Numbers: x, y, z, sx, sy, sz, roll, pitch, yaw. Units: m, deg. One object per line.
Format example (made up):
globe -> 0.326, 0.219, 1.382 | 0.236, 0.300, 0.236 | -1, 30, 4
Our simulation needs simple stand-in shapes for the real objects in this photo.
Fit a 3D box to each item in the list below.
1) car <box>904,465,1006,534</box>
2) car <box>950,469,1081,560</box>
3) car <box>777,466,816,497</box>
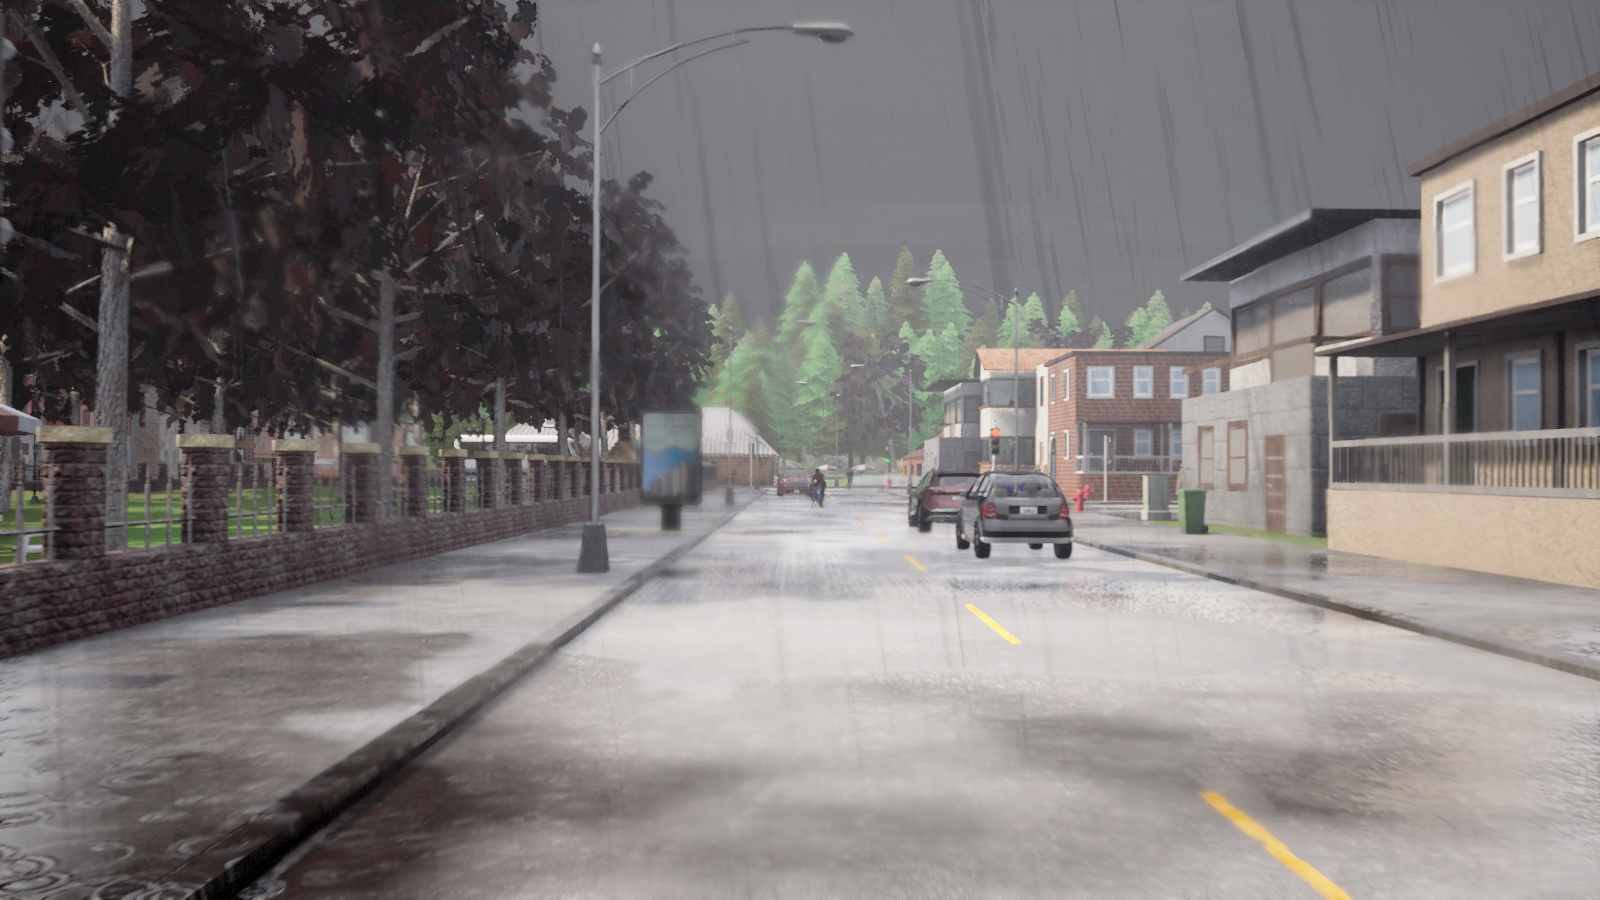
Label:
car -> 3.918, 1.234, 32.574 | 2.033, 1.649, 4.856 | 0, -1, 0
car -> 3.943, 1.141, 23.516 | 1.789, 1.549, 3.705 | 0, -1, 0
car -> -0.259, 1.826, 74.204 | 2.097, 1.767, 4.553 | 0, -1, -3
